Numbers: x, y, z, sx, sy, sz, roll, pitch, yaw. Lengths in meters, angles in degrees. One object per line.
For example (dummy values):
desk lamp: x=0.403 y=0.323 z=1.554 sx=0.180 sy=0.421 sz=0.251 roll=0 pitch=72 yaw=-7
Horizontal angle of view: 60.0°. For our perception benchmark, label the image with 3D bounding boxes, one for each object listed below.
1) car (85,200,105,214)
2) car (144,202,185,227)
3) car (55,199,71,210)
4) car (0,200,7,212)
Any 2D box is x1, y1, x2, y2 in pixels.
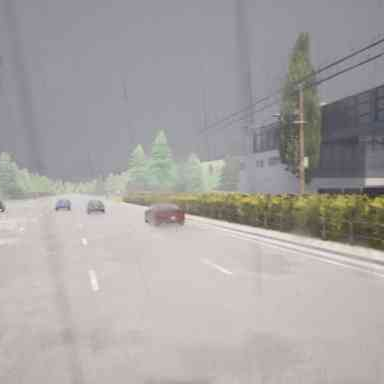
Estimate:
car: x=-10.686 y=1.613 z=36.536 sx=2.033 sy=1.411 sz=5.357 roll=-1 pitch=0 yaw=-20
car: x=-2.011 y=1.452 z=22.812 sx=1.882 sy=1.535 sz=5.008 roll=-1 pitch=0 yaw=-20
car: x=-17.513 y=1.689 z=45.161 sx=2.033 sy=1.411 sz=5.357 roll=-1 pitch=0 yaw=-20
car: x=-24.205 y=1.748 z=41.121 sx=1.837 sy=1.490 sz=4.892 roll=0 pitch=0 yaw=-26
